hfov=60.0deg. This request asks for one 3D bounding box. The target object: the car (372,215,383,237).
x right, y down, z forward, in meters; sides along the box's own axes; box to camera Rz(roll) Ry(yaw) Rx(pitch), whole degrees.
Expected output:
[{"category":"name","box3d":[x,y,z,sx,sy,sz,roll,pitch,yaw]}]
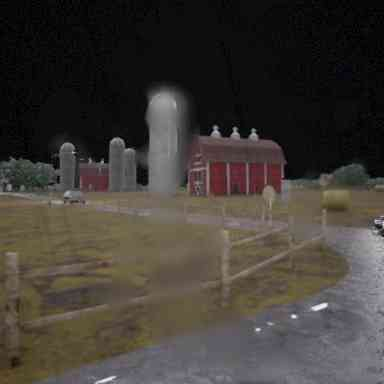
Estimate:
[{"category":"car","box3d":[10.231,1.217,13.990,4.553,1.767,2.097,1,-1,14]}]

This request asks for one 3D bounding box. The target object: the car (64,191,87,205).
[{"category":"car","box3d":[-17.807,0.840,50.450,2.150,2.045,5.566,1,0,-35]}]
